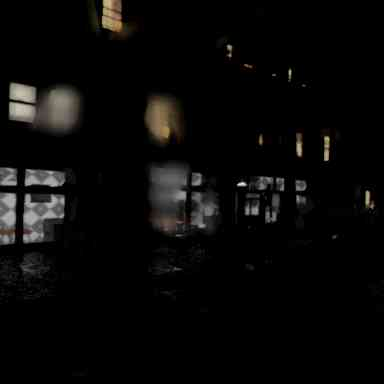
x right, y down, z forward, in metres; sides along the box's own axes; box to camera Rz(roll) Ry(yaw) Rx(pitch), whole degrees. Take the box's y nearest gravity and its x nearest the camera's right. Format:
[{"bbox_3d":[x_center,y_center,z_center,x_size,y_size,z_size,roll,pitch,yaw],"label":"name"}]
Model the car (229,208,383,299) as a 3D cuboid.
[{"bbox_3d":[3.341,1.398,8.922,5.009,1.841,2.192,1,1,-35],"label":"car"}]
